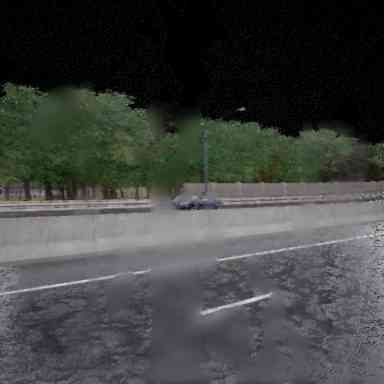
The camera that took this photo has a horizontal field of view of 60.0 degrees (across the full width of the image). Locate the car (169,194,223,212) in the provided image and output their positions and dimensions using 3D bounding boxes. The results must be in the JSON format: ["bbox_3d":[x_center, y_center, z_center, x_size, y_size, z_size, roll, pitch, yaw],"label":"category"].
[{"bbox_3d":[0.672,0.919,30.147,4.553,1.767,2.097,0,0,-36],"label":"car"}]

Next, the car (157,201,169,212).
[{"bbox_3d":[-1.144,1.110,32.707,4.553,1.767,2.097,0,0,-33],"label":"car"}]
